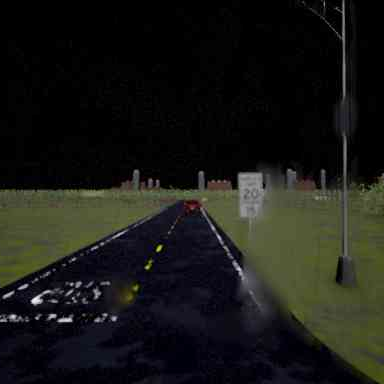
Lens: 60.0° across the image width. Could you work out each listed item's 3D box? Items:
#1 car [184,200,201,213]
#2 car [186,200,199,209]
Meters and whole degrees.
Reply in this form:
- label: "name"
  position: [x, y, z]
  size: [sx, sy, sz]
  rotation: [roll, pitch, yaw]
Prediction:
- label: "car"
  position: [0.068, 1.750, 40.920]
  size: [1.882, 1.535, 5.008]
  rotation: [0, 0, 0]
- label: "car"
  position: [0.088, 1.939, 51.449]
  size: [1.895, 1.301, 4.718]
  rotation: [0, 0, 0]
